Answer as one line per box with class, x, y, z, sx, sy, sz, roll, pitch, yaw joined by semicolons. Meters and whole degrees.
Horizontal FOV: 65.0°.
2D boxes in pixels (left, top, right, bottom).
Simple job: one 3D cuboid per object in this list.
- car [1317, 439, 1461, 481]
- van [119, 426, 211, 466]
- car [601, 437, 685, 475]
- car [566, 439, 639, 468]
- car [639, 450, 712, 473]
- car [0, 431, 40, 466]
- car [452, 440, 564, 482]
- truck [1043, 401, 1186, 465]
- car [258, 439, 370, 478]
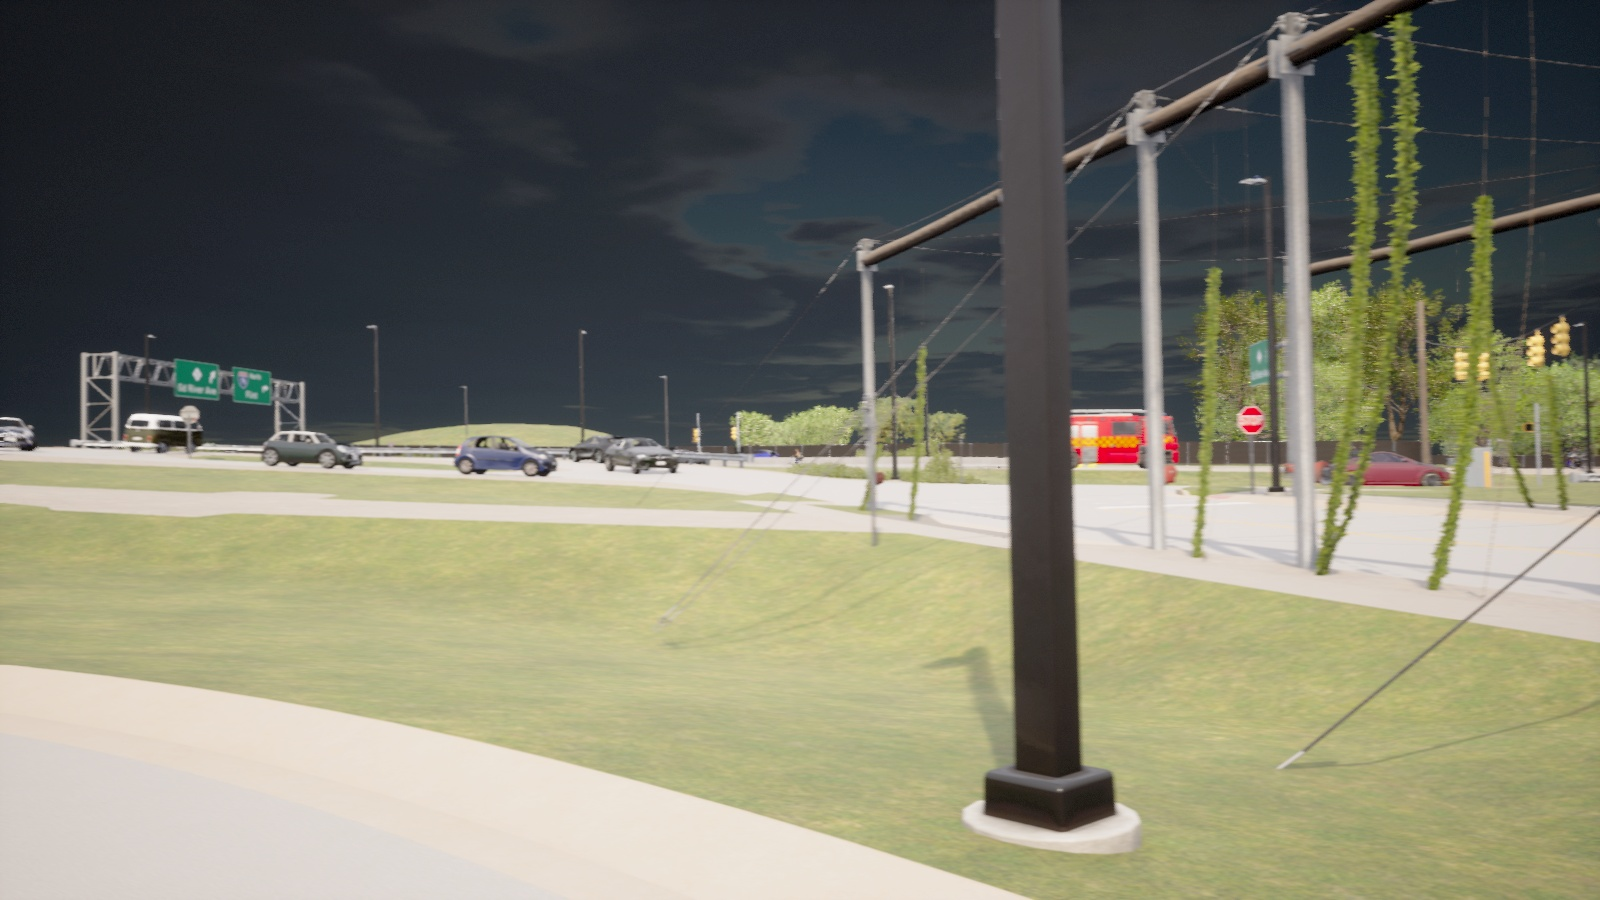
car;20.858;0.372;44.624;4.181;1.385;1.994;-1;-1;7
van;-33.818;-0.189;67.029;2.069;2.038;4.480;2;0;9
car;-7.506;0.253;59.660;2.152;1.651;5.027;-2;2;-29
car;-11.473;0.177;72.776;2.033;1.649;4.856;-1;1;-39
car;-9.009;0.852;91.032;4.902;1.511;2.128;-1;-1;8
car;-35.728;-0.081;56.678;1.970;1.475;3.806;2;-1;-38
car;-11.762;0.428;50.719;3.988;1.617;1.851;1;-1;7
truck;19.923;-1.016;79.972;8.468;3.827;2.891;-1;-1;8
car;-20.051;0.345;51.918;3.806;1.475;1.970;1;-1;9
